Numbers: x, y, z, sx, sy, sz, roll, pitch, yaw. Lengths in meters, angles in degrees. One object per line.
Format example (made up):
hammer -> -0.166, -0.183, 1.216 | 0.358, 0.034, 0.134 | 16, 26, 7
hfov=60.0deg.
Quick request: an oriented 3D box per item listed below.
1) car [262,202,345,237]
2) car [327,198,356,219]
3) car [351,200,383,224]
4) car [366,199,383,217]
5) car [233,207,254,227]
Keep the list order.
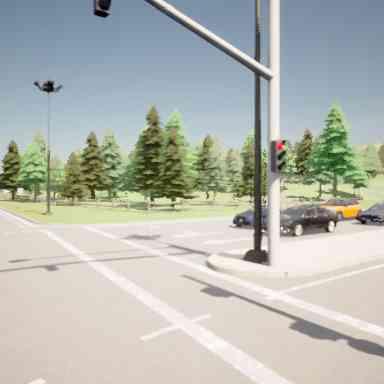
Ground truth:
car -> 5.979, 1.497, 18.081 | 4.892, 1.490, 1.837 | 0, 0, -36
car -> 11.553, 1.339, 26.348 | 4.553, 1.767, 2.097 | 0, 0, -35
car -> 13.908, 1.534, 23.735 | 5.357, 1.411, 2.033 | 0, 0, -36
car -> 18.794, 1.473, 31.486 | 4.902, 1.511, 2.128 | 0, 0, -35
car -> 4.630, 1.556, 21.405 | 4.181, 1.385, 1.994 | 0, 0, -35
